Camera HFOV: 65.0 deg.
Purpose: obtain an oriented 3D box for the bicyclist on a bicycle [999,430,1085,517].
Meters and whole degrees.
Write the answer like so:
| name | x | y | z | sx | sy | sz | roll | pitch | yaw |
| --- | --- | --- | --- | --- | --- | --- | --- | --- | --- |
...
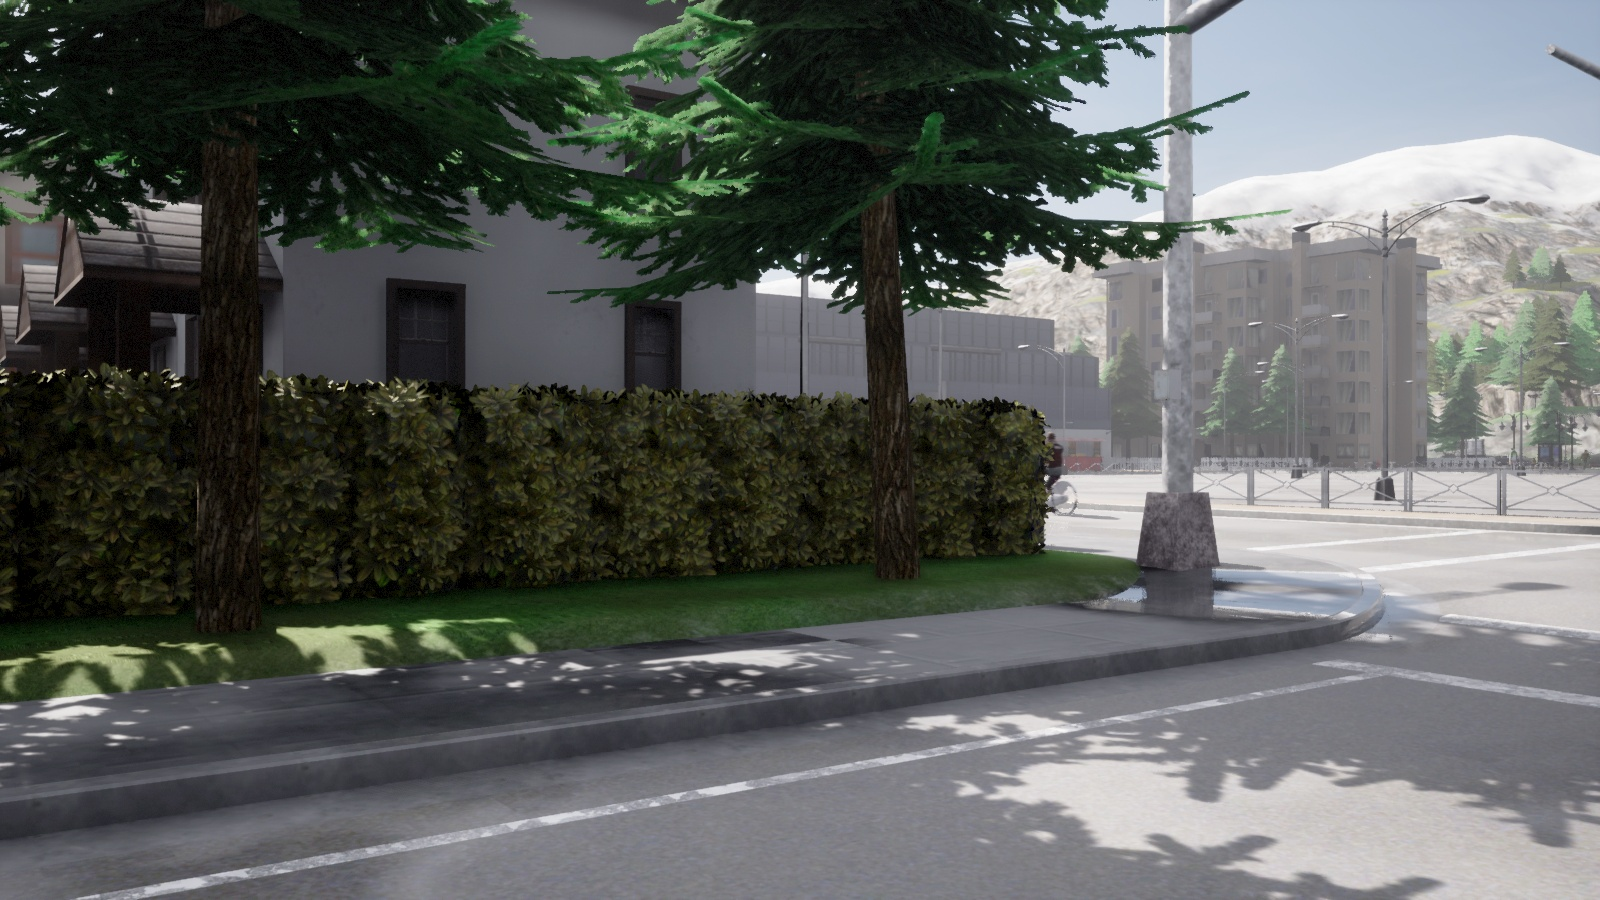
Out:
| name | x | y | z | sx | sy | sz | roll | pitch | yaw |
| --- | --- | --- | --- | --- | --- | --- | --- | --- | --- |
| bicyclist on a bicycle | 5.103 | 0.478 | 26.573 | 0.659 | 1.776 | 1.843 | 0 | 0 | -35 |
